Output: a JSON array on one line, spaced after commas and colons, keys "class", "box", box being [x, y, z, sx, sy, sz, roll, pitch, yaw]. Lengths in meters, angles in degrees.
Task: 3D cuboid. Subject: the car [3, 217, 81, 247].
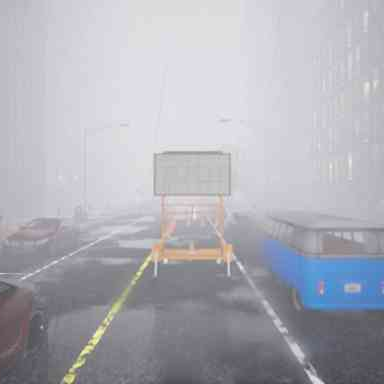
[{"class": "car", "box": [-5.679, 1.657, 13.125, 1.802, 1.307, 4.206, 0, 0, 0]}]

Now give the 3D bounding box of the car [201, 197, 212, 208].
[{"class": "car", "box": [2.733, 1.816, 47.270, 2.008, 1.369, 4.403, 0, 0, 0]}]

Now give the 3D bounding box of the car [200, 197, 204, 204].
[{"class": "car", "box": [2.738, 1.842, 52.962, 2.008, 1.369, 4.403, 0, 0, 0]}]

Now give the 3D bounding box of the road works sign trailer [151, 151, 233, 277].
[{"class": "road works sign trailer", "box": [0.009, 0.525, 10.451, 2.380, 3.560, 2.880, 0, 0, 0]}]

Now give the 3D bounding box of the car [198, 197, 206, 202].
[{"class": "car", "box": [2.775, 1.995, 92.809, 1.887, 1.381, 4.507, 0, 0, 0]}]

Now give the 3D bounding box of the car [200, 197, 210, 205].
[{"class": "car", "box": [2.754, 1.803, 70.039, 1.967, 1.590, 4.097, 0, 0, 0]}]

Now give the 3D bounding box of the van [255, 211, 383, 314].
[{"class": "van", "box": [2.696, 1.384, 7.425, 1.690, 1.788, 3.998, 0, 0, 0]}]

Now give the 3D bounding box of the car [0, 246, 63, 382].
[{"class": "car", "box": [-3.098, 1.583, 3.213, 1.994, 1.385, 4.181, 0, 0, 0]}]

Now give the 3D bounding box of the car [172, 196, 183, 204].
[{"class": "car", "box": [-2.938, 1.711, 69.104, 2.097, 1.767, 4.553, 0, 0, 0]}]

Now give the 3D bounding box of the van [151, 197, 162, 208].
[{"class": "van", "box": [-5.642, 1.632, 52.974, 1.690, 1.788, 3.998, 0, 0, 0]}]

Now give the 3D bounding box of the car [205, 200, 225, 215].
[{"class": "car", "box": [2.722, 1.787, 35.885, 1.802, 1.307, 4.206, 0, 0, 0]}]

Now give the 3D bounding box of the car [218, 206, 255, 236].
[{"class": "car", "box": [2.707, 1.690, 18.807, 1.802, 1.307, 4.206, 0, 0, 0]}]

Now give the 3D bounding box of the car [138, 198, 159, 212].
[{"class": "car", "box": [-5.653, 1.787, 41.588, 2.008, 1.369, 4.403, 0, 0, 0]}]
